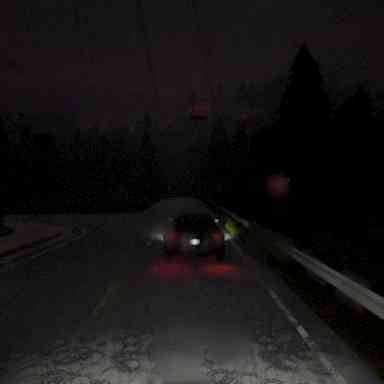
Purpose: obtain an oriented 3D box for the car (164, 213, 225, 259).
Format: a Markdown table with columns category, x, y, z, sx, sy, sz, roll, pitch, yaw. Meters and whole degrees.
| category | x | y | z | sx | sy | sz | roll | pitch | yaw |
| --- | --- | --- | --- | --- | --- | --- | --- | --- | --- |
| car | 0.073 | 1.465 | 12.086 | 1.994 | 1.385 | 4.181 | 0 | 0 | 0 |
